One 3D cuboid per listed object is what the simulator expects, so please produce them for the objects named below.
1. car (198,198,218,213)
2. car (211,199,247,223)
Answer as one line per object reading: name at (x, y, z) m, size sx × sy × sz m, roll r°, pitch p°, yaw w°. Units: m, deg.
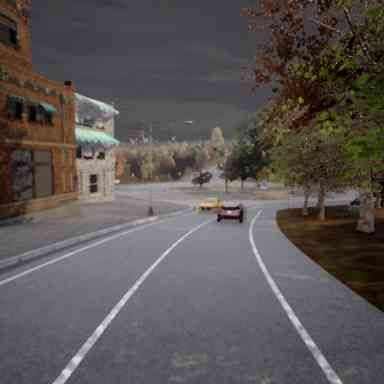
car at (2.010, 1.369, 35.053) m, size 1.882 × 1.535 × 5.008 m, roll 2°, pitch 2°, yaw 15°
car at (3.234, 1.520, 26.351) m, size 2.163 × 1.488 × 4.792 m, roll 1°, pitch 0°, yaw 14°
